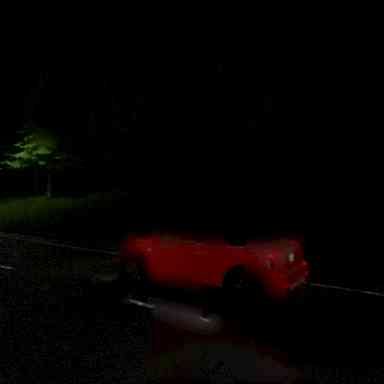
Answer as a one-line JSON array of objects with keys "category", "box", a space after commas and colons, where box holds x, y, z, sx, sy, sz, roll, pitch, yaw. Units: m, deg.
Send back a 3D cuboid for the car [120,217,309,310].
[{"category": "car", "box": [0.344, 1.388, 8.124, 4.553, 1.767, 2.097, 0, 0, 36]}]
